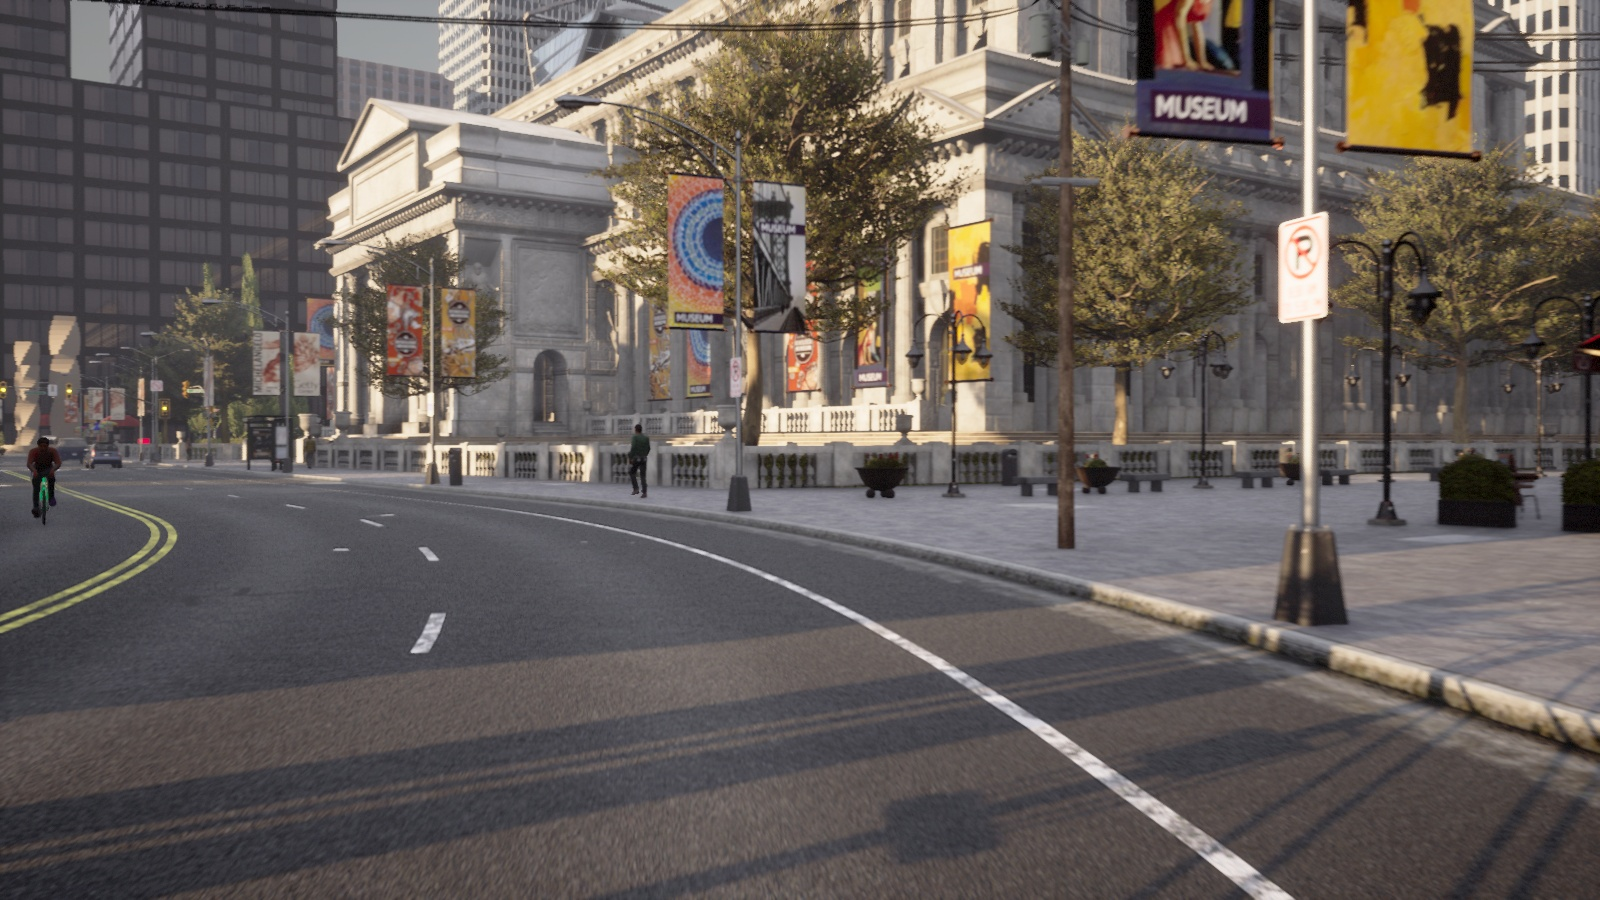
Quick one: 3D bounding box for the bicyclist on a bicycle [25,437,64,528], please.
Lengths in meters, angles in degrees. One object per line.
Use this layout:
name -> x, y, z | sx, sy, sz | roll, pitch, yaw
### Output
bicyclist on a bicycle -> -13.895, 0.569, 23.081 | 0.582, 1.620, 1.656 | 0, 1, -31

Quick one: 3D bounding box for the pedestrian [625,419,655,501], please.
pedestrian -> -3.887, 0.231, 30.444 | 0.423, 1.949, 0.788 | 0, 0, -32

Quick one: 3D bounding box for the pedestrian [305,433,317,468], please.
pedestrian -> -25.647, 0.031, 65.832 | 0.370, 1.835, 0.726 | 0, 0, -43

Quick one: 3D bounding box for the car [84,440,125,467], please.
car -> -42.759, 0.208, 77.175 | 1.851, 1.617, 3.988 | 0, 0, -35
